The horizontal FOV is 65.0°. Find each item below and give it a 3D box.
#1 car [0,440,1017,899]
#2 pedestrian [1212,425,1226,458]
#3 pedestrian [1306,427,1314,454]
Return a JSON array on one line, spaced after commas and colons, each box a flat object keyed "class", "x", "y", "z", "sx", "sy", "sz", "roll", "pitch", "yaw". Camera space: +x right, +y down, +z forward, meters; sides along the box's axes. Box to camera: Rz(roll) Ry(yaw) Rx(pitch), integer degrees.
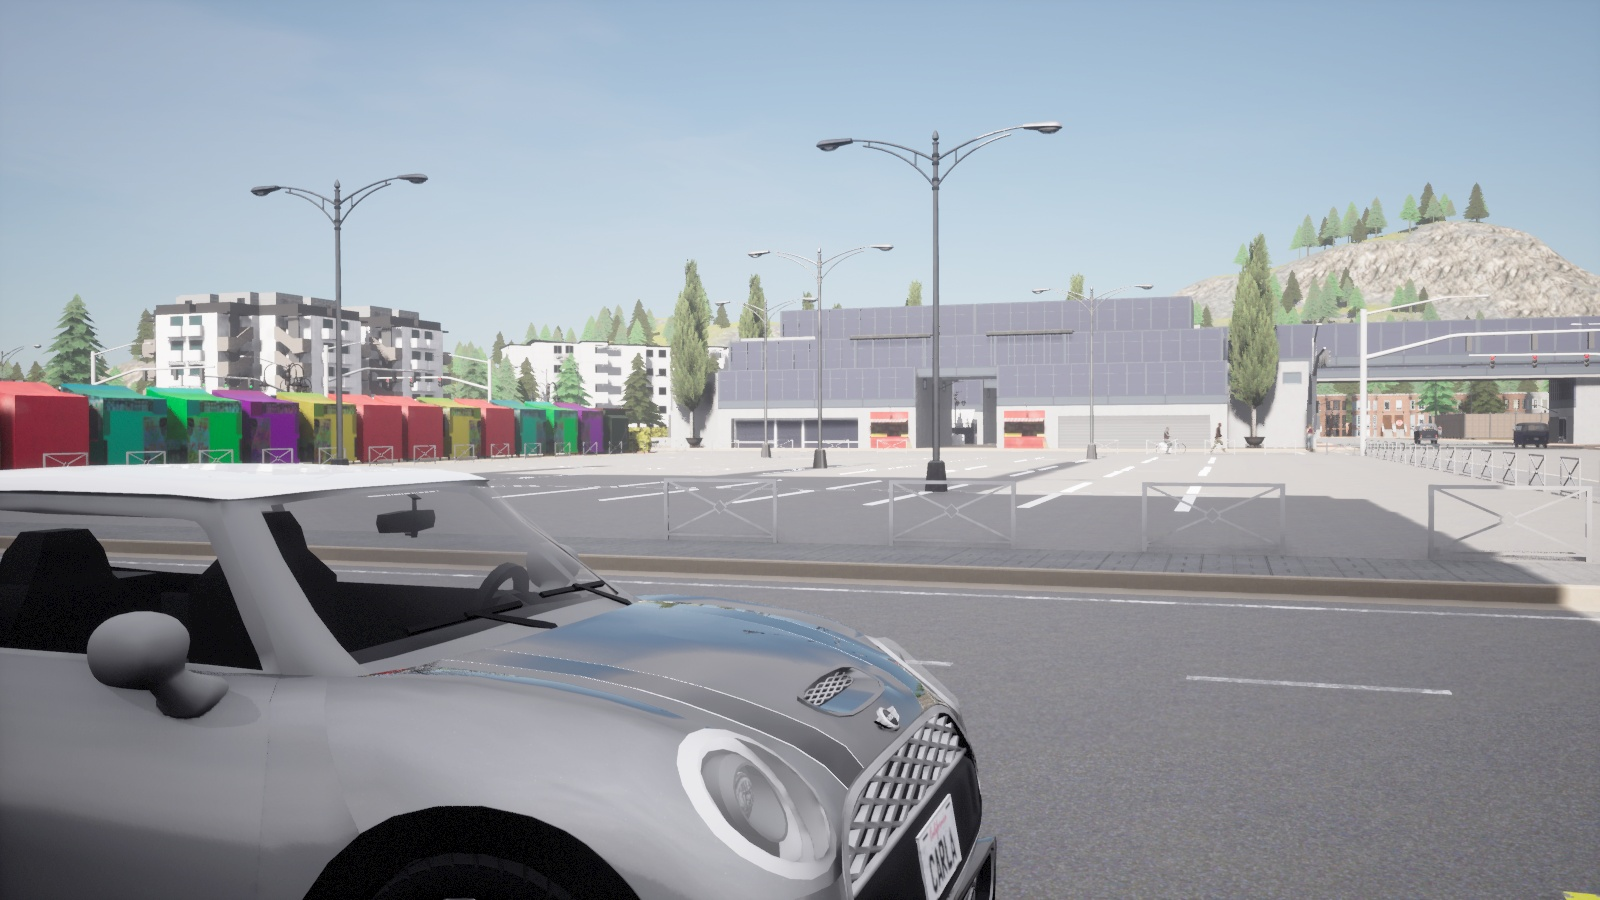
[{"class": "car", "x": -1.428, "y": 0.728, "z": 3.672, "sx": 3.806, "sy": 1.475, "sz": 1.970, "roll": 1, "pitch": 1, "yaw": 18}, {"class": "pedestrian", "x": 23.397, "y": -0.494, "z": 70.070, "sx": 0.703, "sy": 1.840, "sz": 0.431, "roll": 0, "pitch": 1, "yaw": 13}, {"class": "pedestrian", "x": 34.465, "y": -0.631, "z": 84.906, "sx": 0.345, "sy": 1.836, "sz": 0.594, "roll": 0, "pitch": 1, "yaw": 11}]
